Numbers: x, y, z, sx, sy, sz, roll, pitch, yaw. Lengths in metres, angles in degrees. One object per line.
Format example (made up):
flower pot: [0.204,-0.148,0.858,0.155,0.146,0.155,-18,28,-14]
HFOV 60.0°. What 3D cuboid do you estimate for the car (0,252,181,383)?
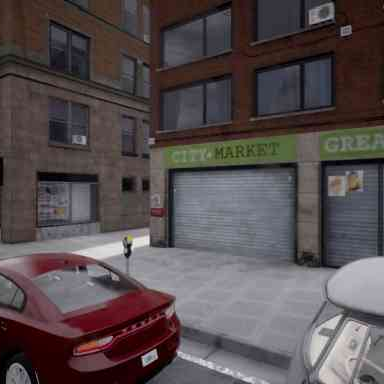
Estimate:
car: [-2.243,1.544,4.675,4.507,1.381,1.887,0,0,35]

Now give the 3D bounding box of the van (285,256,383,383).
van: [2.366,1.341,1.389,3.998,1.788,1.690,0,0,35]
